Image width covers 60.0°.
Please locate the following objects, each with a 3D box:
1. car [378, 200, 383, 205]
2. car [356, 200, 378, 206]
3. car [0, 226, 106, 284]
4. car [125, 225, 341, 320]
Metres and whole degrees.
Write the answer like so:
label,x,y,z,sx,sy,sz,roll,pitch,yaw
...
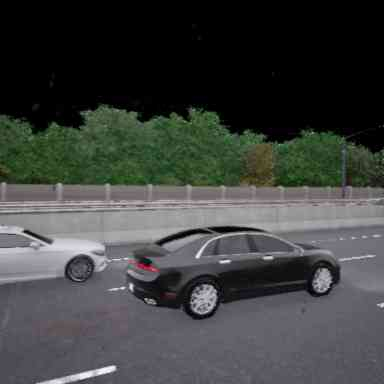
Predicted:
label,x,y,z,sx,sy,sz,roll,pitch,yaw
car,24.701,1.670,38.788,5.357,1.411,2.033,0,0,-26
car,23.094,1.663,41.889,5.357,1.411,2.033,0,0,-26
car,-4.546,1.577,8.293,4.674,1.442,1.812,-1,0,-27
car,1.042,1.495,7.204,4.892,1.490,1.837,0,-1,-27
